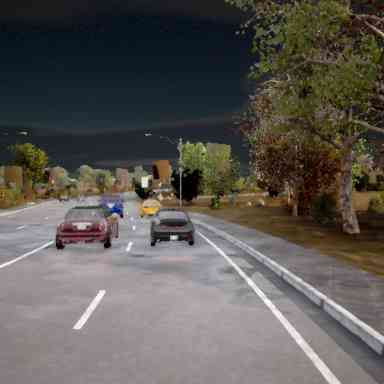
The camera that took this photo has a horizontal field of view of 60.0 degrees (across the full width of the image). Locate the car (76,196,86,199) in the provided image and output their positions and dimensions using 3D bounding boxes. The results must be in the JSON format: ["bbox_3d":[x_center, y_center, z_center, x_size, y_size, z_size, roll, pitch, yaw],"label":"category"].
[{"bbox_3d":[-24.254,1.521,72.869,2.128,1.511,4.902,0,0,-18],"label":"car"}]

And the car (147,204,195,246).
[{"bbox_3d":[-1.005,1.515,15.281,1.837,1.490,4.892,0,0,-7],"label":"car"}]

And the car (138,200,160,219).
[{"bbox_3d":[-3.852,1.483,30.562,1.882,1.535,5.008,0,0,-13],"label":"car"}]

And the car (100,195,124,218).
[{"bbox_3d":[-7.263,1.251,29.782,2.150,2.045,5.566,0,0,-13],"label":"car"}]

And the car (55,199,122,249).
[{"bbox_3d":[-4.472,1.362,14.803,2.097,1.767,4.553,0,0,-7],"label":"car"}]

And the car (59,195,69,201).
[{"bbox_3d":[-27.578,1.466,71.773,1.882,1.535,5.008,0,0,-18],"label":"car"}]
